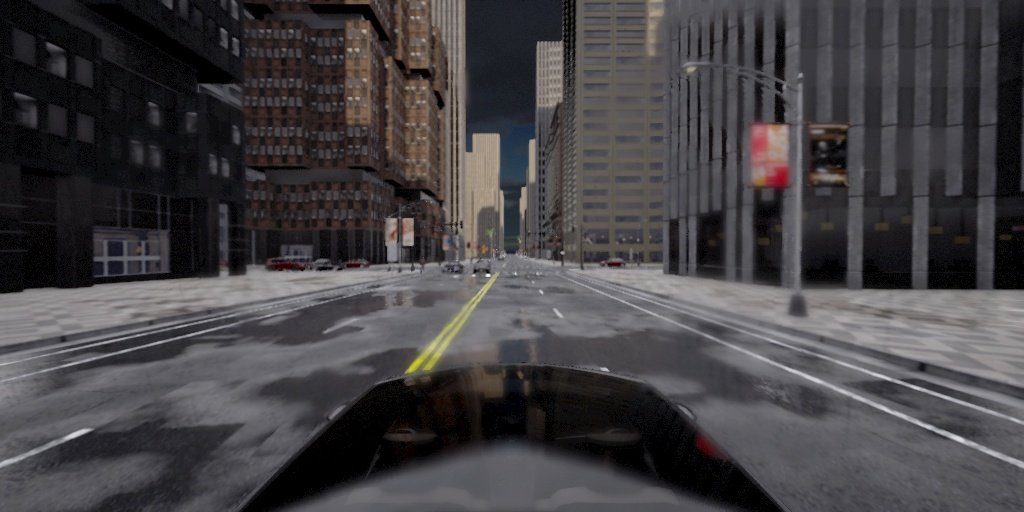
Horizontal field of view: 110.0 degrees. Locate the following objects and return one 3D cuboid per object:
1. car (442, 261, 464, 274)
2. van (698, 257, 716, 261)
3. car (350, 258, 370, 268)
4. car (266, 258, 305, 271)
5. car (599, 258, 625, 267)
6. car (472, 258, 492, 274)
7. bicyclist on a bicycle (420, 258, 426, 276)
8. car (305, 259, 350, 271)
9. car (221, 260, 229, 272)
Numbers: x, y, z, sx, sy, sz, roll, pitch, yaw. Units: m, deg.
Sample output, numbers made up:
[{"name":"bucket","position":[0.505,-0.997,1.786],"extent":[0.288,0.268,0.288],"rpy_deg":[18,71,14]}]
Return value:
[{"name":"car","position":[-6.514,1.300,40.190],"extent":[1.994,1.385,4.181],"rpy_deg":[0,0,0]},{"name":"van","position":[27.499,1.075,51.190],"extent":[3.998,1.789,1.690],"rpy_deg":[0,0,0]},{"name":"car","position":[-24.749,1.162,56.630],"extent":[4.097,1.591,1.967],"rpy_deg":[0,0,0]},{"name":"car","position":[-30.169,1.186,48.100],"extent":[5.009,1.841,2.192],"rpy_deg":[0,0,0]},{"name":"car","position":[16.660,1.056,59.771],"extent":[4.097,1.591,1.967],"rpy_deg":[0,0,0]},{"name":"car","position":[-3.264,1.253,40.163],"extent":[1.837,1.490,4.892],"rpy_deg":[0,0,0]},{"name":"bicyclist on a bicycle","position":[-8.762,1.101,35.093],"extent":[0.659,1.776,1.843],"rpy_deg":[0,0,0]},{"name":"car","position":[-24.743,1.418,48.105],"extent":[4.313,1.339,1.948],"rpy_deg":[0,0,0]},{"name":"car","position":[-40.851,1.435,48.090],"extent":[4.829,1.417,1.751],"rpy_deg":[0,0,0]}]
